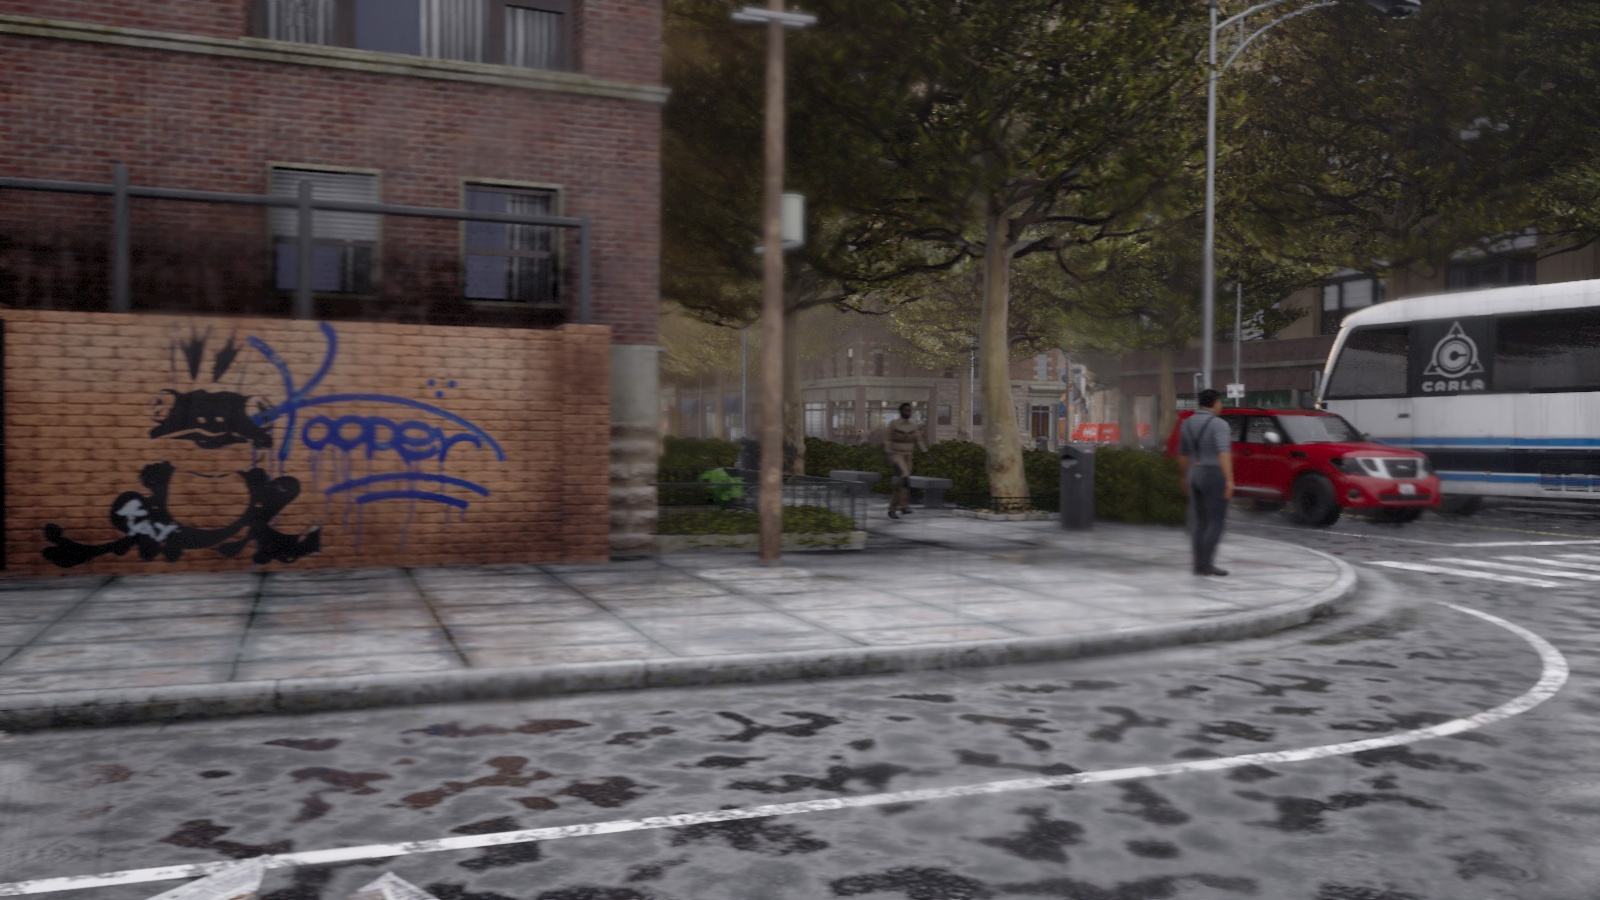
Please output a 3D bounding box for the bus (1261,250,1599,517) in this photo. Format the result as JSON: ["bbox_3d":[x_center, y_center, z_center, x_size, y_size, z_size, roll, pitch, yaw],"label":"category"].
[{"bbox_3d":[13.738,-1.085,22.016,3.944,4.253,10.273,-1,1,-32],"label":"bus"}]

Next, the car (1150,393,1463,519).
[{"bbox_3d":[9.116,0.039,23.267,2.150,2.045,5.566,-1,1,-21],"label":"car"}]

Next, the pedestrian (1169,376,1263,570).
[{"bbox_3d":[4.084,0.210,12.325,0.694,1.848,0.540,-1,1,-30],"label":"pedestrian"}]

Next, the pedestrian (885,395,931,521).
[{"bbox_3d":[1.677,0.118,19.559,0.396,1.930,0.692,-1,1,-27],"label":"pedestrian"}]
